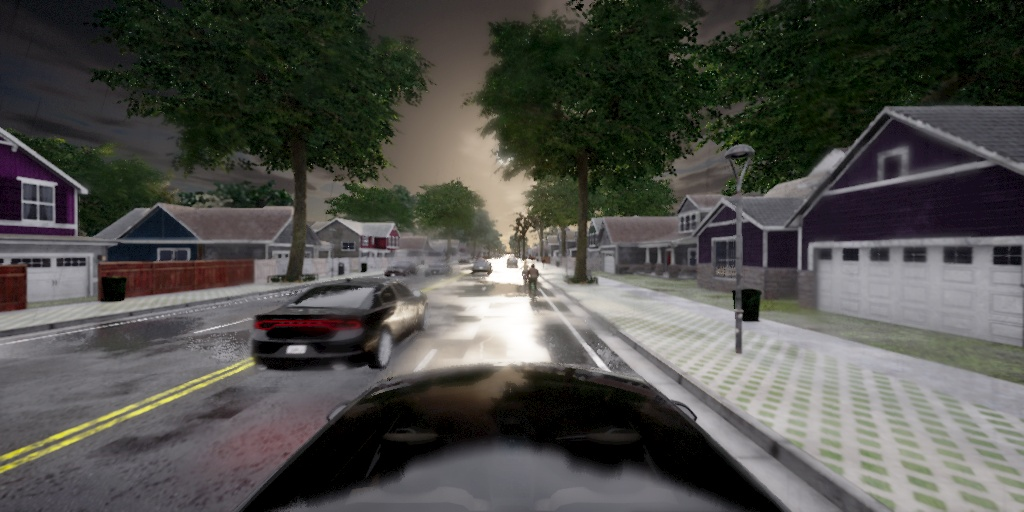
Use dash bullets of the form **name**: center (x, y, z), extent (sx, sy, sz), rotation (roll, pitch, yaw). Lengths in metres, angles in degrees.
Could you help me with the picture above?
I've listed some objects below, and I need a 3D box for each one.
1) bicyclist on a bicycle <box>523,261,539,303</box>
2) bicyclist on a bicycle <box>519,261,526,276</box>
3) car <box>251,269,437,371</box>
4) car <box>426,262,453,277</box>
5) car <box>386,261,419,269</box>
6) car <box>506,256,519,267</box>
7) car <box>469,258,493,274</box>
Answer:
- **bicyclist on a bicycle**: center (0.889, 1.157, 15.026), extent (0.582, 1.620, 1.656), rotation (0, 0, 0)
- **bicyclist on a bicycle**: center (0.901, 1.110, 23.826), extent (0.866, 1.612, 1.509), rotation (0, 0, 0)
- **car**: center (-3.152, 1.207, 7.715), extent (1.882, 1.535, 5.008), rotation (0, 0, 0)
- **car**: center (-6.606, 1.207, 32.693), extent (1.994, 1.385, 4.181), rotation (0, 0, 0)
- **car**: center (-9.859, 1.191, 32.439), extent (2.033, 1.411, 5.357), rotation (0, 0, 0)
- **car**: center (0.061, 1.046, 60.498), extent (2.128, 1.511, 4.902), rotation (0, 0, 0)
- **car**: center (-3.164, 1.187, 38.691), extent (1.994, 1.385, 4.181), rotation (0, 0, 0)
